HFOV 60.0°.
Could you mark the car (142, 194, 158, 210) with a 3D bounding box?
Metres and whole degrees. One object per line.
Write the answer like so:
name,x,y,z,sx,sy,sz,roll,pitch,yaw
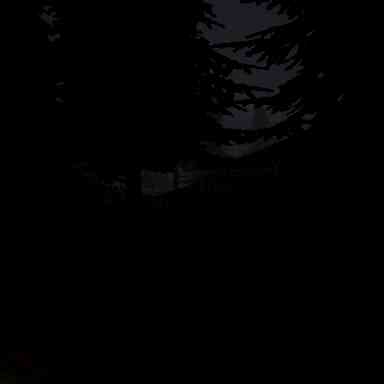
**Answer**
car,-6.438,1.206,39.240,2.150,2.045,5.566,0,0,37
